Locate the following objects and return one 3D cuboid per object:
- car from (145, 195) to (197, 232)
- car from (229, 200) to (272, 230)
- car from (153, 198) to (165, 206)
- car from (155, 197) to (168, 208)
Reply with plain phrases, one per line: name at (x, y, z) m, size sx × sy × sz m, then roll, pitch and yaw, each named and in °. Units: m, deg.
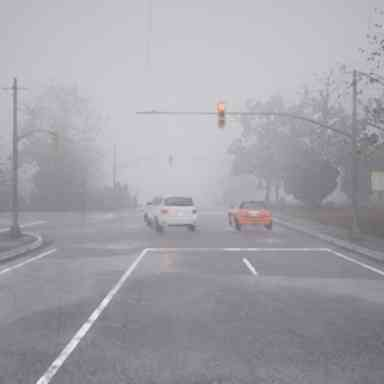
car at (-1.382, 1.186, 19.949) m, size 2.150 × 2.045 × 5.566 m, roll 1°, pitch 0°, yaw -17°
car at (3.561, 1.312, 21.066) m, size 2.097 × 1.767 × 4.553 m, roll 0°, pitch 0°, yaw 0°
car at (-6.591, 1.905, 65.690) m, size 2.033 × 1.411 × 5.357 m, roll 0°, pitch -1°, yaw -11°
car at (-4.468, 1.533, 49.323) m, size 1.882 × 1.535 × 5.008 m, roll 0°, pitch -1°, yaw -5°
